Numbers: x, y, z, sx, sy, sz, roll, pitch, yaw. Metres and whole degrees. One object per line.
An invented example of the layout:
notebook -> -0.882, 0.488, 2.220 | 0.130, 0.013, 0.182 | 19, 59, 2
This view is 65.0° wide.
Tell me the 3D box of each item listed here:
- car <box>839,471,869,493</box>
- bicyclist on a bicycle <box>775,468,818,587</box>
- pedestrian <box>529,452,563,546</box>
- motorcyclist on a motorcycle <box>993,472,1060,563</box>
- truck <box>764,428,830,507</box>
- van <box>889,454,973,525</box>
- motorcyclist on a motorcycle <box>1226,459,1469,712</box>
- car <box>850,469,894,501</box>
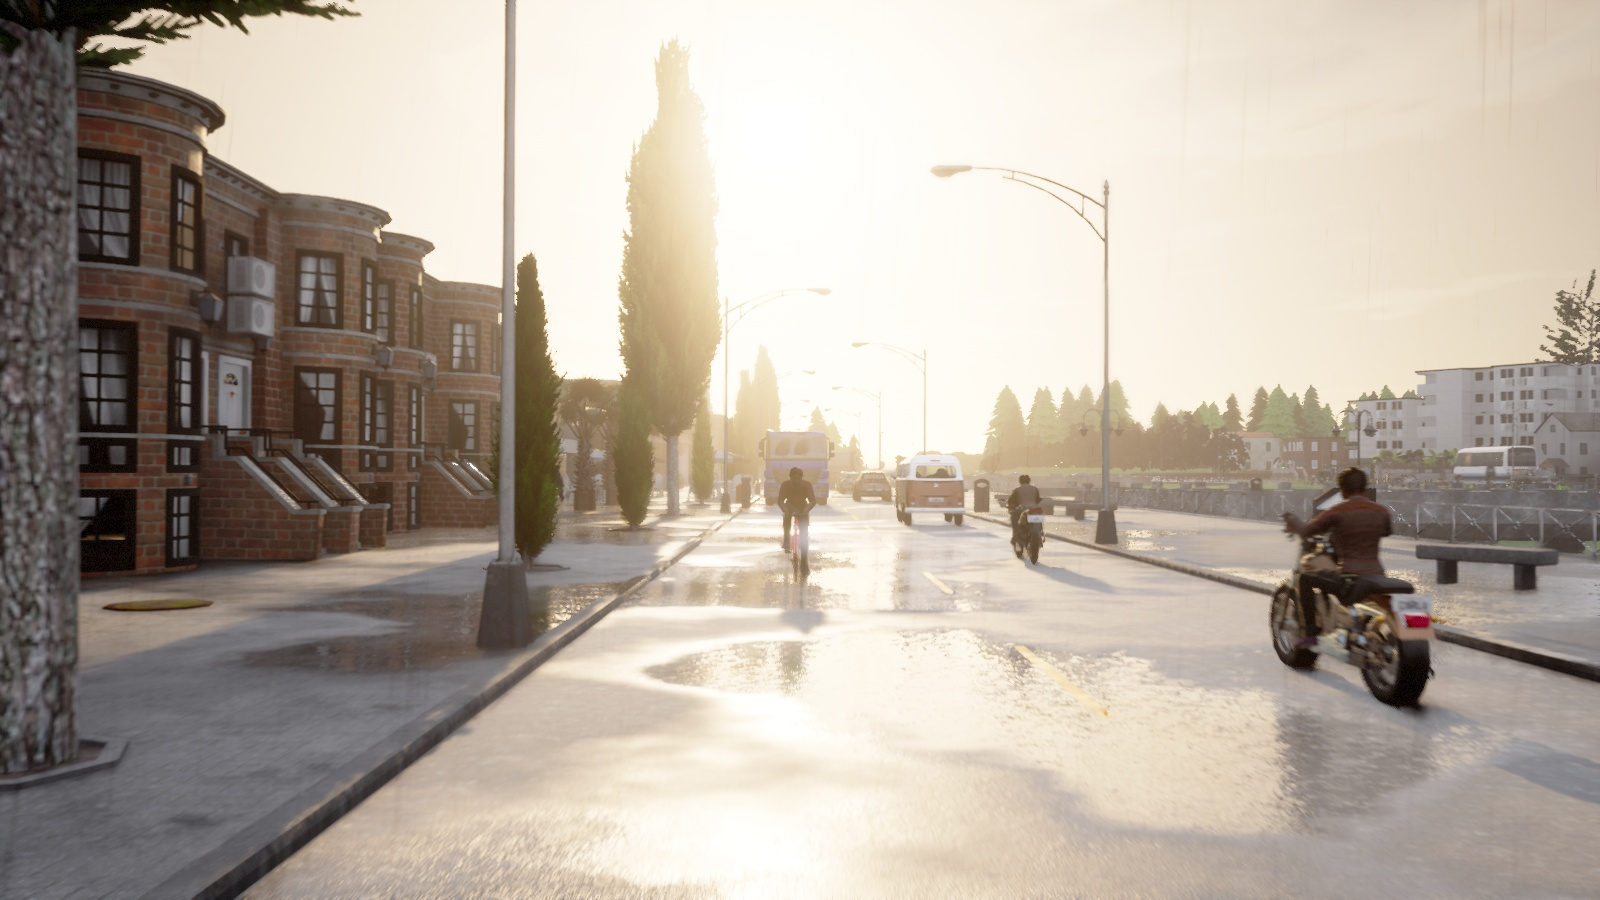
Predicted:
car -> 3.771, 2.239, 88.062 | 1.970, 1.475, 3.806 | 0, -1, 0
bicyclist on a bicycle -> -0.047, 1.068, 17.959 | 0.582, 1.620, 1.656 | 0, -1, 0
pedestrian -> -5.050, 0.963, 24.965 | 0.370, 1.835, 0.726 | -1, -1, 16
motorcyclist on a motorcycle -> 3.942, 1.150, 22.020 | 0.797, 1.523, 2.044 | 0, -1, 0
truck -> -0.157, 0.821, 58.975 | 2.891, 3.462, 7.936 | 0, -1, 0
van -> 3.899, 1.162, 38.215 | 2.069, 2.038, 4.480 | 0, -1, 0
motorcyclist on a motorcycle -> 3.974, 0.906, 9.381 | 0.766, 1.649, 2.350 | 0, -1, 0
car -> 3.825, 1.855, 67.243 | 2.033, 1.649, 4.856 | 0, -1, 0
